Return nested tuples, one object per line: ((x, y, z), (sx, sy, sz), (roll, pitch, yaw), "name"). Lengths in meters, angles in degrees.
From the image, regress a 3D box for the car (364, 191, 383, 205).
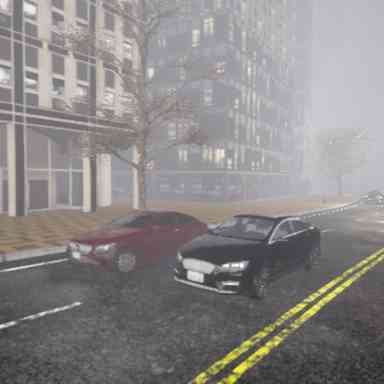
((23.872, 0.655, 43.600), (2.097, 1.767, 4.553), (2, 2, 32), "car")

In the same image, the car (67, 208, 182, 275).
((-1.270, 1.226, 9.718), (1.812, 1.442, 4.674), (2, 2, 39), "car")

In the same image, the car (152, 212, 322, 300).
((1.620, 1.294, 8.104), (2.128, 1.511, 4.902), (2, 2, 39), "car")
